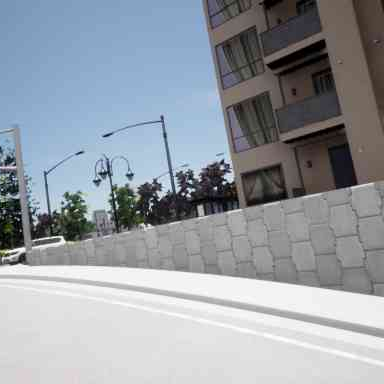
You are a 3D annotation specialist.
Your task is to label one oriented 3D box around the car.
[{"bbox_3d":[-14.080,5.317,30.303,2.150,2.045,5.566,-14,-8,35],"label":"car"}]
